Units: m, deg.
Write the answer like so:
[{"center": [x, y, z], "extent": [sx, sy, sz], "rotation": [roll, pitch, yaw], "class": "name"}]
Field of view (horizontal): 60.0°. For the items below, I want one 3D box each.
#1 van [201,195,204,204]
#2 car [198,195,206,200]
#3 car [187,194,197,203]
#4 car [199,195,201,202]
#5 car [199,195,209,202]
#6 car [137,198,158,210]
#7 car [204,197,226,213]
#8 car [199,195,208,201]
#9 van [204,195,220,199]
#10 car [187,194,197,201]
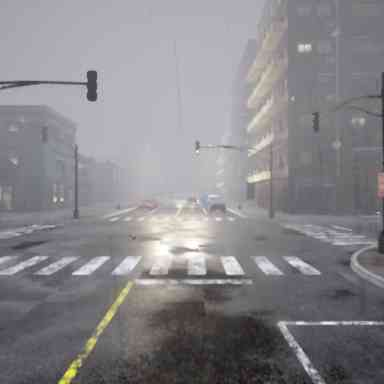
[{"center": [2.696, 1.301, 52.553], "extent": [1.690, 1.788, 3.998], "rotation": [1, 0, 0], "class": "van"}, {"center": [2.687, 1.436, 91.618], "extent": [1.887, 1.381, 4.507], "rotation": [1, 0, 0], "class": "car"}, {"center": [-0.011, 1.434, 65.295], "extent": [2.128, 1.511, 4.902], "rotation": [0, 0, 0], "class": "car"}, {"center": [2.691, 1.469, 63.883], "extent": [1.752, 1.417, 4.829], "rotation": [1, 0, 0], "class": "car"}, {"center": [2.689, 1.491, 74.875], "extent": [1.947, 1.339, 4.313], "rotation": [1, 0, 0], "class": "car"}, {"center": [-5.686, 1.555, 41.353], "extent": [1.802, 1.307, 4.206], "rotation": [1, 0, 0], "class": "car"}, {"center": [2.696, 1.529, 35.811], "extent": [2.008, 1.369, 4.403], "rotation": [1, 0, 0], "class": "car"}, {"center": [2.689, 1.480, 80.456], "extent": [1.947, 1.339, 4.313], "rotation": [1, 0, 0], "class": "car"}, {"center": [2.698, 1.314, 41.390], "extent": [1.690, 1.788, 3.998], "rotation": [1, 0, 0], "class": "van"}, {"center": [-0.014, 1.281, 75.719], "extent": [2.128, 1.511, 4.902], "rotation": [0, 0, 0], "class": "car"}]
